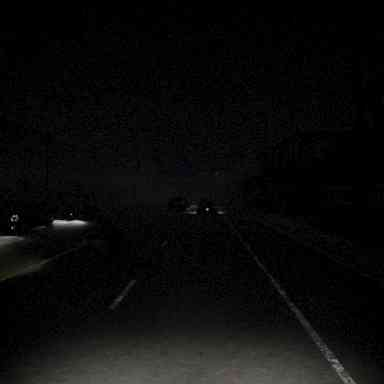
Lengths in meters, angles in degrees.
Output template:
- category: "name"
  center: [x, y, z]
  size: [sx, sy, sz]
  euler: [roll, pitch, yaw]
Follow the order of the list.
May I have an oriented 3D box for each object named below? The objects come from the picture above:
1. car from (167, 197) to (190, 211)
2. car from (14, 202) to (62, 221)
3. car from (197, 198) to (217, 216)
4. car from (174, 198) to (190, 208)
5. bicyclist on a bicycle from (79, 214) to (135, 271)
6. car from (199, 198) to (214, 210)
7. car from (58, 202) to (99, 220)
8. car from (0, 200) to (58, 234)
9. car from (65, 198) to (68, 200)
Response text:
- category: "car"
  center: [-1.754, 1.352, 40.024]
  size: [2.097, 1.767, 4.553]
  euler: [0, 0, 3]
- category: "car"
  center: [-12.862, 1.602, 28.126]
  size: [1.994, 1.385, 4.181]
  euler: [0, 0, 2]
- category: "car"
  center: [1.460, 1.563, 32.681]
  size: [1.994, 1.385, 4.181]
  euler: [0, 0, 2]
- category: "car"
  center: [-1.412, 1.564, 48.680]
  size: [1.994, 1.385, 4.181]
  euler: [0, 0, 3]
- category: "bicyclist on a bicycle"
  center: [-2.496, 1.455, 9.658]
  size: [1.656, 1.620, 0.582]
  euler: [-2, 0, 2]
- category: "car"
  center: [1.908, 1.505, 43.209]
  size: [1.837, 1.490, 4.892]
  euler: [0, 0, 3]
- category: "car"
  center: [-9.366, 1.564, 27.973]
  size: [1.994, 1.385, 4.181]
  euler: [0, 0, 2]
- category: "car"
  center: [-9.853, 1.353, 19.054]
  size: [2.097, 1.767, 4.553]
  euler: [0, 0, 2]
- category: "car"
  center: [-27.861, 1.452, 68.365]
  size: [2.038, 1.542, 4.974]
  euler: [0, 0, 31]
